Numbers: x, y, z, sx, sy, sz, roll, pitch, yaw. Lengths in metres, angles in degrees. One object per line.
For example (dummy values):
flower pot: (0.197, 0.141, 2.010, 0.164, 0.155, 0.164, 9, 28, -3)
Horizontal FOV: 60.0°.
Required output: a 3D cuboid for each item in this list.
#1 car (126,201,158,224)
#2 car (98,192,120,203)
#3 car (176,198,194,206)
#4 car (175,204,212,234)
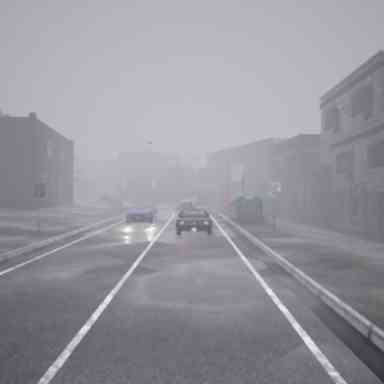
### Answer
car: (-3.638, 1.463, 24.707, 1.882, 1.535, 5.008, 0, 0, 0)
car: (-16.098, 1.094, 64.364, 2.150, 2.045, 5.566, 2, 0, -44)
car: (-0.889, 1.505, 41.091, 1.812, 1.442, 4.674, 0, 0, -9)
car: (0.103, 1.590, 18.920, 1.895, 1.301, 4.718, 0, 0, 0)
